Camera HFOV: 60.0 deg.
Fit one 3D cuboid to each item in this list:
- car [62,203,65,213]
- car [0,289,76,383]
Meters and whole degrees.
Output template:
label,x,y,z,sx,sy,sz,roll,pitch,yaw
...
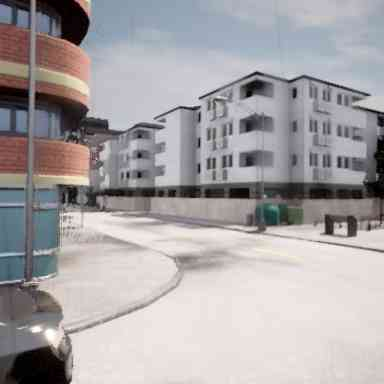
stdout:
label,x,y,z,sx,sy,sz,roll,pitch,yaw
car,-18.195,1.894,44.079,1.882,1.535,5.008,1,-1,-32
car,-3.361,1.496,2.222,4.902,1.511,2.128,1,-1,-36
